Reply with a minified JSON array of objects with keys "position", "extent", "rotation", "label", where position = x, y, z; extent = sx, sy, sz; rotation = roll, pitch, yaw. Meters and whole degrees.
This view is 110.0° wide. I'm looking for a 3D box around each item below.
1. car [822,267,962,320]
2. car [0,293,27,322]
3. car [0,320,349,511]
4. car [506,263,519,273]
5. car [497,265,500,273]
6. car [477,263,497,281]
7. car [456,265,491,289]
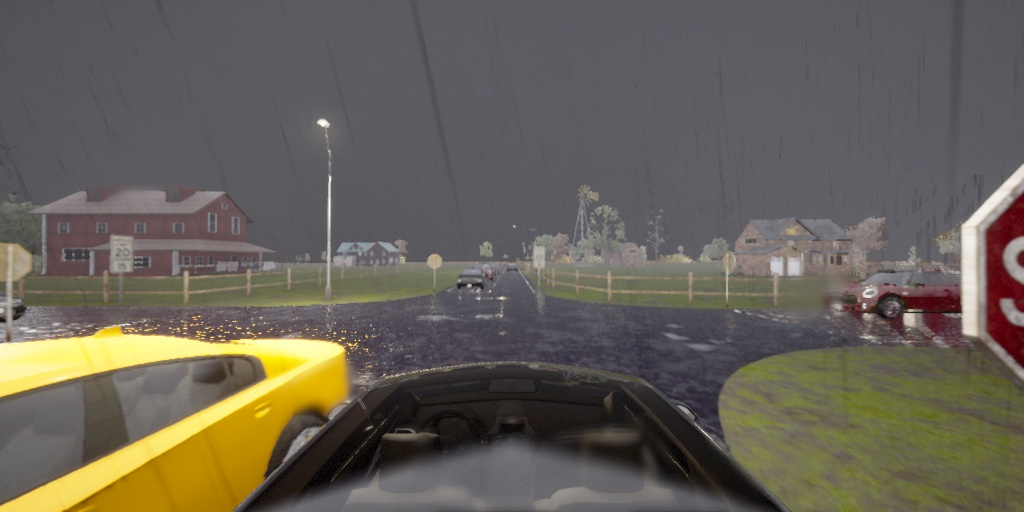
[{"position":[14.168,1.284,13.088],"extent":[4.553,1.767,2.097],"rotation":[0,-1,0],"label":"car"},{"position":[-17.226,1.333,10.369],"extent":[4.674,1.442,1.812],"rotation":[0,-1,0],"label":"car"},{"position":[-2.735,1.226,1.533],"extent":[1.882,1.535,5.008],"rotation":[-1,-1,6],"label":"car"},{"position":[0.058,1.915,58.303],"extent":[1.837,1.490,4.892],"rotation":[0,-1,0],"label":"car"},{"position":[-2.853,1.765,45.175],"extent":[1.837,1.490,4.892],"rotation":[0,-1,0],"label":"car"},{"position":[-2.860,1.503,35.586],"extent":[2.097,1.767,4.553],"rotation":[0,-1,0],"label":"car"},{"position":[-2.835,1.587,26.074],"extent":[2.033,1.411,5.357],"rotation":[0,-1,-1],"label":"car"}]
